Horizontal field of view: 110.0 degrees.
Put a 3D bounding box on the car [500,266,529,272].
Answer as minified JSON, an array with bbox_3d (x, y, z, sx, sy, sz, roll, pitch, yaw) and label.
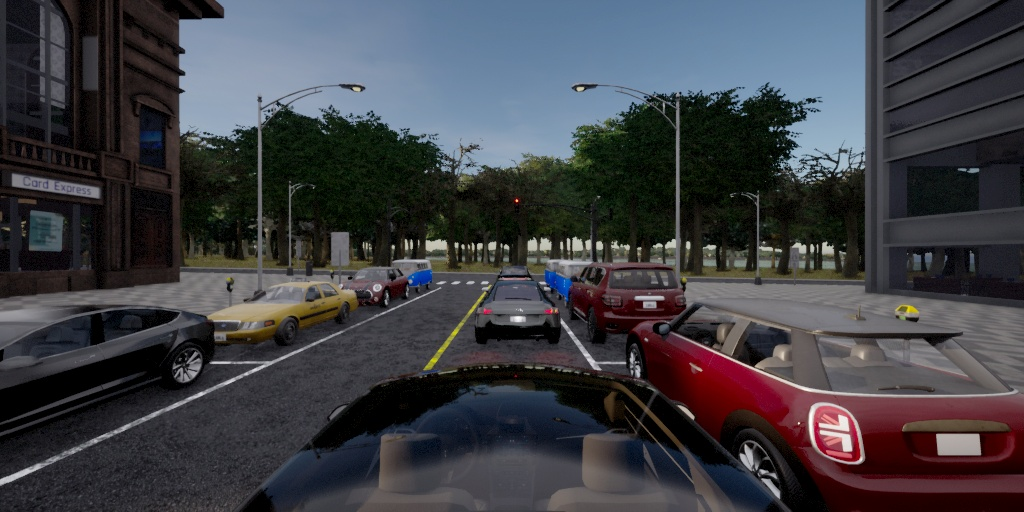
[{"bbox_3d":[0.132,1.243,18.525,2.128,1.511,4.902,0,0,0],"label":"car"}]

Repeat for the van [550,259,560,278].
[{"bbox_3d":[2.787,1.092,15.033,1.690,1.789,3.998,0,0,0],"label":"van"}]

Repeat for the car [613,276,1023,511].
[{"bbox_3d":[2.766,1.190,4.157,1.967,1.591,4.097,0,0,0],"label":"car"}]

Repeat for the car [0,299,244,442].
[{"bbox_3d":[-5.759,1.316,4.174,1.948,1.339,4.313,0,0,0],"label":"car"}]

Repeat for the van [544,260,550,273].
[{"bbox_3d":[2.797,1.092,20.470,1.690,1.789,3.998,0,0,0],"label":"van"}]

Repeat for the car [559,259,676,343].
[{"bbox_3d":[2.777,1.065,9.595,2.192,1.841,5.009,0,0,0],"label":"car"}]

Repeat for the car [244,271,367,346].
[{"bbox_3d":[-5.749,1.276,9.441,1.751,1.417,4.829,0,0,0],"label":"car"}]

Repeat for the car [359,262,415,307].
[{"bbox_3d":[-5.738,1.191,15.049,1.967,1.591,4.097,0,0,0],"label":"car"}]

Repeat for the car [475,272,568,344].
[{"bbox_3d":[0.119,1.314,9.643,1.994,1.385,4.181,0,0,0],"label":"car"}]

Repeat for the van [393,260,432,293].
[{"bbox_3d":[-5.728,1.093,20.486,1.690,1.789,3.998,0,0,0],"label":"van"}]
